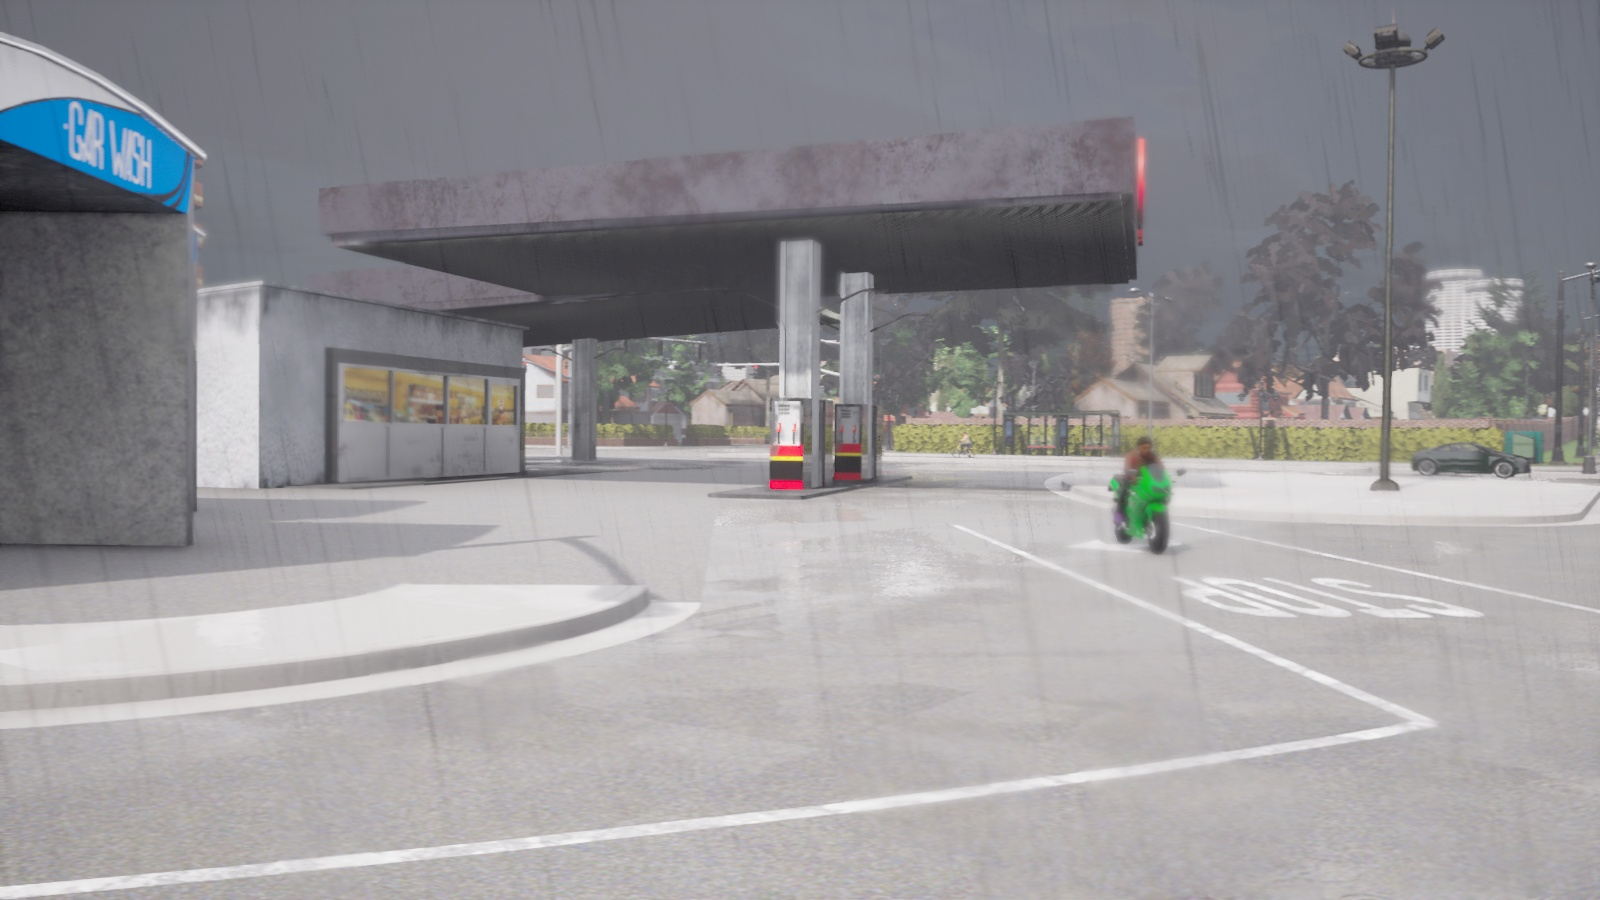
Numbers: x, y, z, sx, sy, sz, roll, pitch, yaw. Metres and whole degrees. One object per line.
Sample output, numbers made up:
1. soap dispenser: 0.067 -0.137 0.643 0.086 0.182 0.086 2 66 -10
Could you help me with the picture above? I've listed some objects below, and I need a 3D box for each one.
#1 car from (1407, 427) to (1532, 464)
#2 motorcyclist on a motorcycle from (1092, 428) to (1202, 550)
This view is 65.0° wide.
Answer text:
1. car: 26.550 -0.189 49.800 4.181 1.385 1.994 0 1 34
2. motorcyclist on a motorcycle: 4.588 0.476 16.764 0.797 1.523 2.044 -1 1 -3
